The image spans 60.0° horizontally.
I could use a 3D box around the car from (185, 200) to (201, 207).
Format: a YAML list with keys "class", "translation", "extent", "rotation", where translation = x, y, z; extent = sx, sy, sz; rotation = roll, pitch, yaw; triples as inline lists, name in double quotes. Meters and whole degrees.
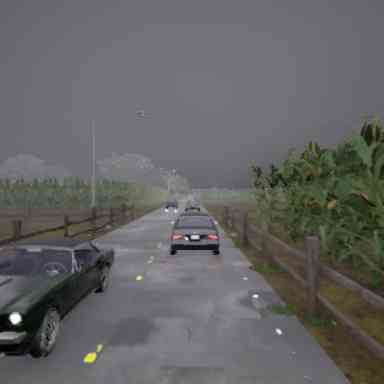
- class: "car"
  translation: [0.081, 1.658, 40.549]
  extent: [2.033, 1.411, 5.357]
  rotation: [0, 0, 0]

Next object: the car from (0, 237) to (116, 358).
- class: "car"
  translation: [-2.852, 1.606, 6.146]
  extent: [1.895, 1.301, 4.718]
  rotation: [0, 0, 0]

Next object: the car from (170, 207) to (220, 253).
- class: "car"
  translation: [0.097, 1.562, 13.636]
  extent: [2.033, 1.411, 5.357]
  rotation: [0, 0, 0]

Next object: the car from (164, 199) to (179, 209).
- class: "car"
  translation: [-2.854, 1.697, 47.669]
  extent: [2.033, 1.411, 5.357]
  rotation: [0, 0, 0]
